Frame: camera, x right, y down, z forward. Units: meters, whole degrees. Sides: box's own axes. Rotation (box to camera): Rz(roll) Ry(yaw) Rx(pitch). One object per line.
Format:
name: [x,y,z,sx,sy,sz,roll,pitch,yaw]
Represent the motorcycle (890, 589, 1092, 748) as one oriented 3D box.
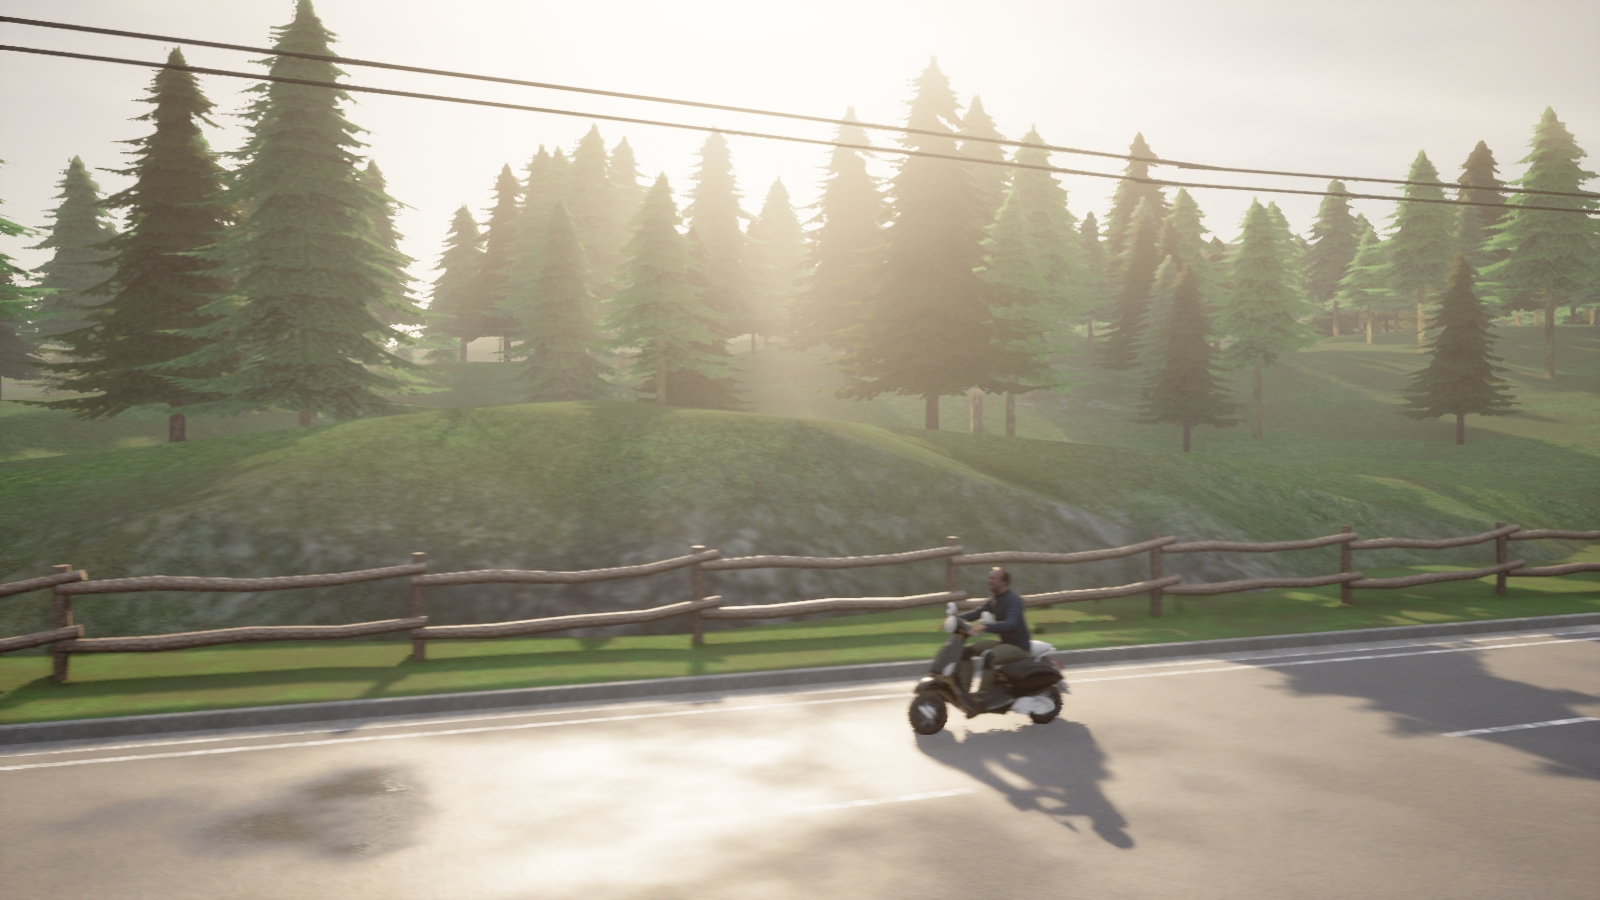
motorcycle: [1.906,2.137,11.442,1.805,1.316,0.856,0,0,-20]
